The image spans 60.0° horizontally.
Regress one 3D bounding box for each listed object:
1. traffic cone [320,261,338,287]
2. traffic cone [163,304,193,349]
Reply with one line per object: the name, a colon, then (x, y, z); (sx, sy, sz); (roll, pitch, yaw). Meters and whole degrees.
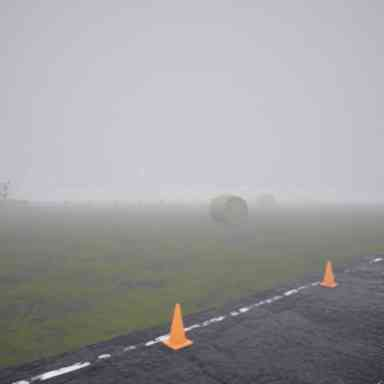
traffic cone: (3.422, 2.009, 8.295); (0.340, 0.580, 0.340); (0, -1, -43)
traffic cone: (-0.213, 1.996, 5.053); (0.340, 0.580, 0.340); (0, -1, -40)
